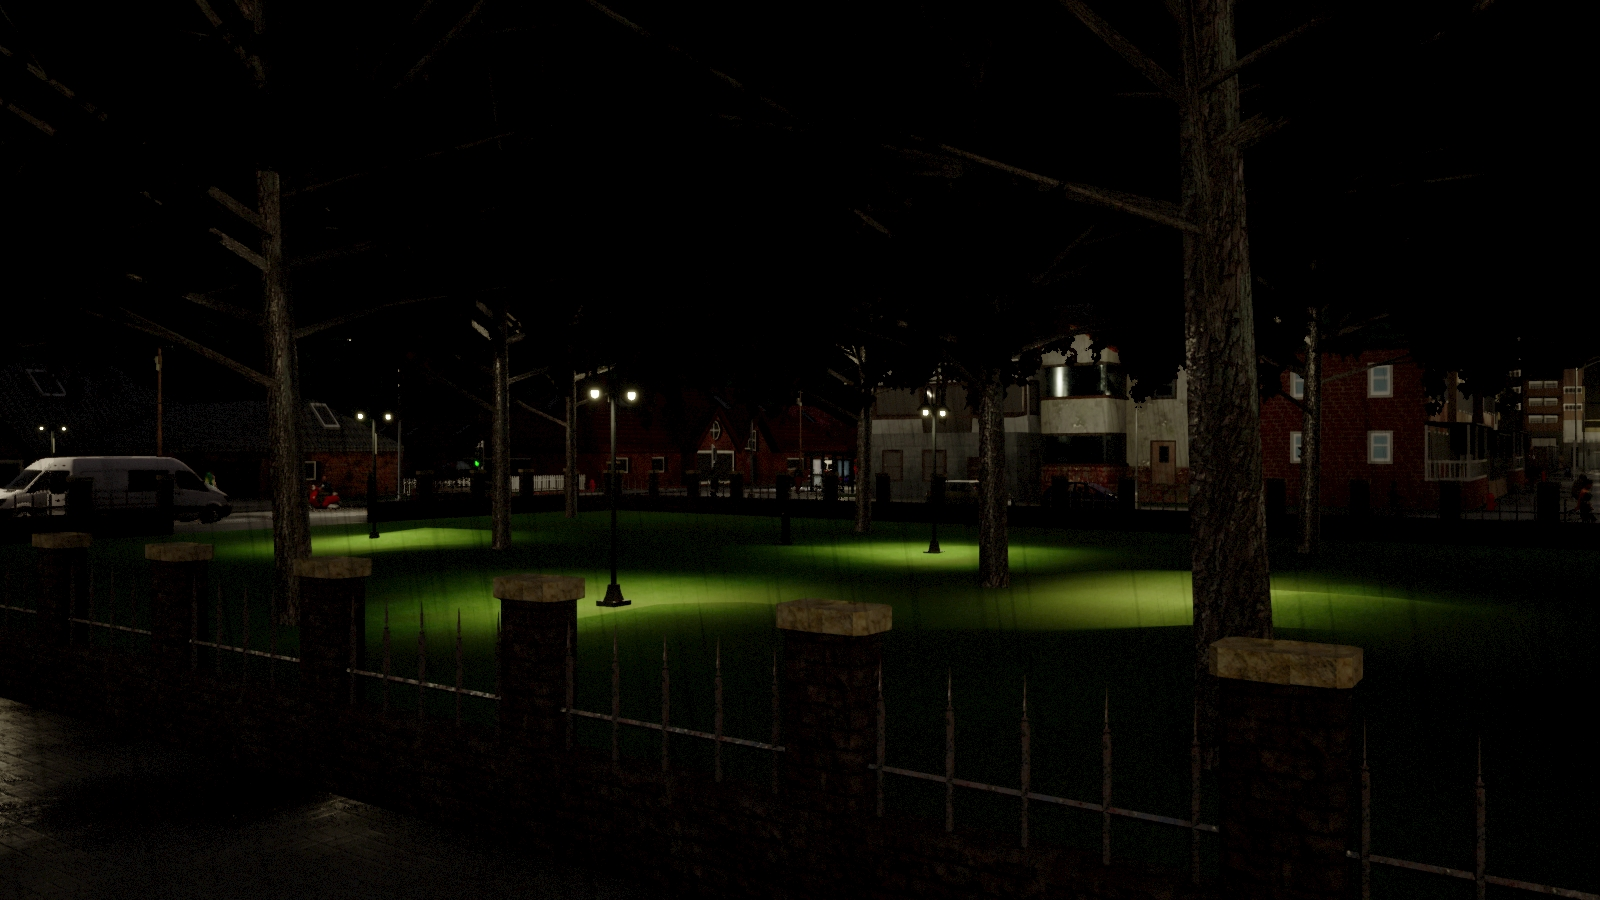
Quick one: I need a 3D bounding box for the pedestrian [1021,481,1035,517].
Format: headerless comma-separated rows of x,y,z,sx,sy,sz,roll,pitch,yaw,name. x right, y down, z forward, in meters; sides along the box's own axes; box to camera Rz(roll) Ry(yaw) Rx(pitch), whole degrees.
8.448,1.804,42.312,0.375,1.300,0.375,0,0,34,pedestrian

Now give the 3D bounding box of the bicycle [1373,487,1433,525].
21.102,1.940,39.999,1.835,1.271,0.329,0,0,35,bicycle

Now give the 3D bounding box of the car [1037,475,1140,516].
11.752,1.818,46.570,3.633,1.501,1.845,0,0,35,car

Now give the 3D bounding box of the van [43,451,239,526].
-24.023,1.315,41.929,1.988,2.561,5.915,0,0,36,van

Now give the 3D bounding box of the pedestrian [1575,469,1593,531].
23.876,1.525,34.792,0.375,1.860,0.375,0,0,-41,pedestrian
